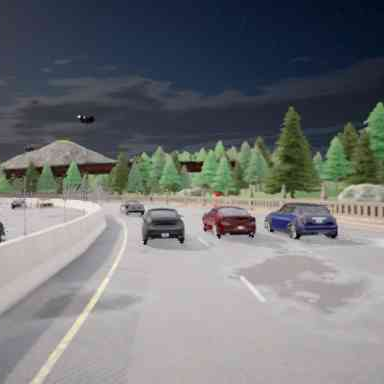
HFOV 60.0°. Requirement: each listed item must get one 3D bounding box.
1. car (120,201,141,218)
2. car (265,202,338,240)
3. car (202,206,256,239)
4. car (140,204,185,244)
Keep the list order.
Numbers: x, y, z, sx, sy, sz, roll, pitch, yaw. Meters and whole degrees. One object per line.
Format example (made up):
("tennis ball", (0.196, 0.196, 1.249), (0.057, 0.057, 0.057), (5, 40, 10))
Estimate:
("car", (-6.141, 1.589, 33.944), (2.033, 1.411, 5.357), (0, 0, -20))
("car", (5.418, 1.340, 17.074), (2.097, 1.767, 4.553), (0, 0, -9))
("car", (1.802, 1.480, 17.606), (1.882, 1.535, 5.008), (0, 0, -10))
("car", (-1.470, 1.519, 16.029), (1.837, 1.490, 4.892), (0, 0, -9))
